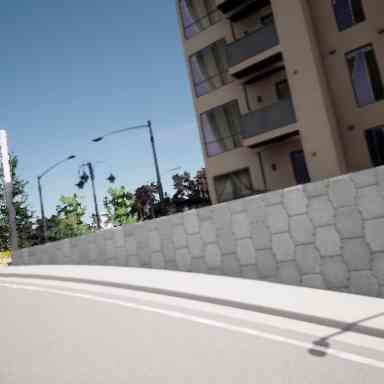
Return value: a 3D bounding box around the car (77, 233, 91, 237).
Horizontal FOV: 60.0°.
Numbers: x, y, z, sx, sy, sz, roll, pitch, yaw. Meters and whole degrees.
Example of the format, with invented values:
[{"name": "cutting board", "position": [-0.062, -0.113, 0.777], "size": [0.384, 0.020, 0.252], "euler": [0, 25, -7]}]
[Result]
[{"name": "car", "position": [-11.612, 5.631, 36.007], "size": [2.150, 2.045, 5.566], "euler": [-15, -9, 35]}]
